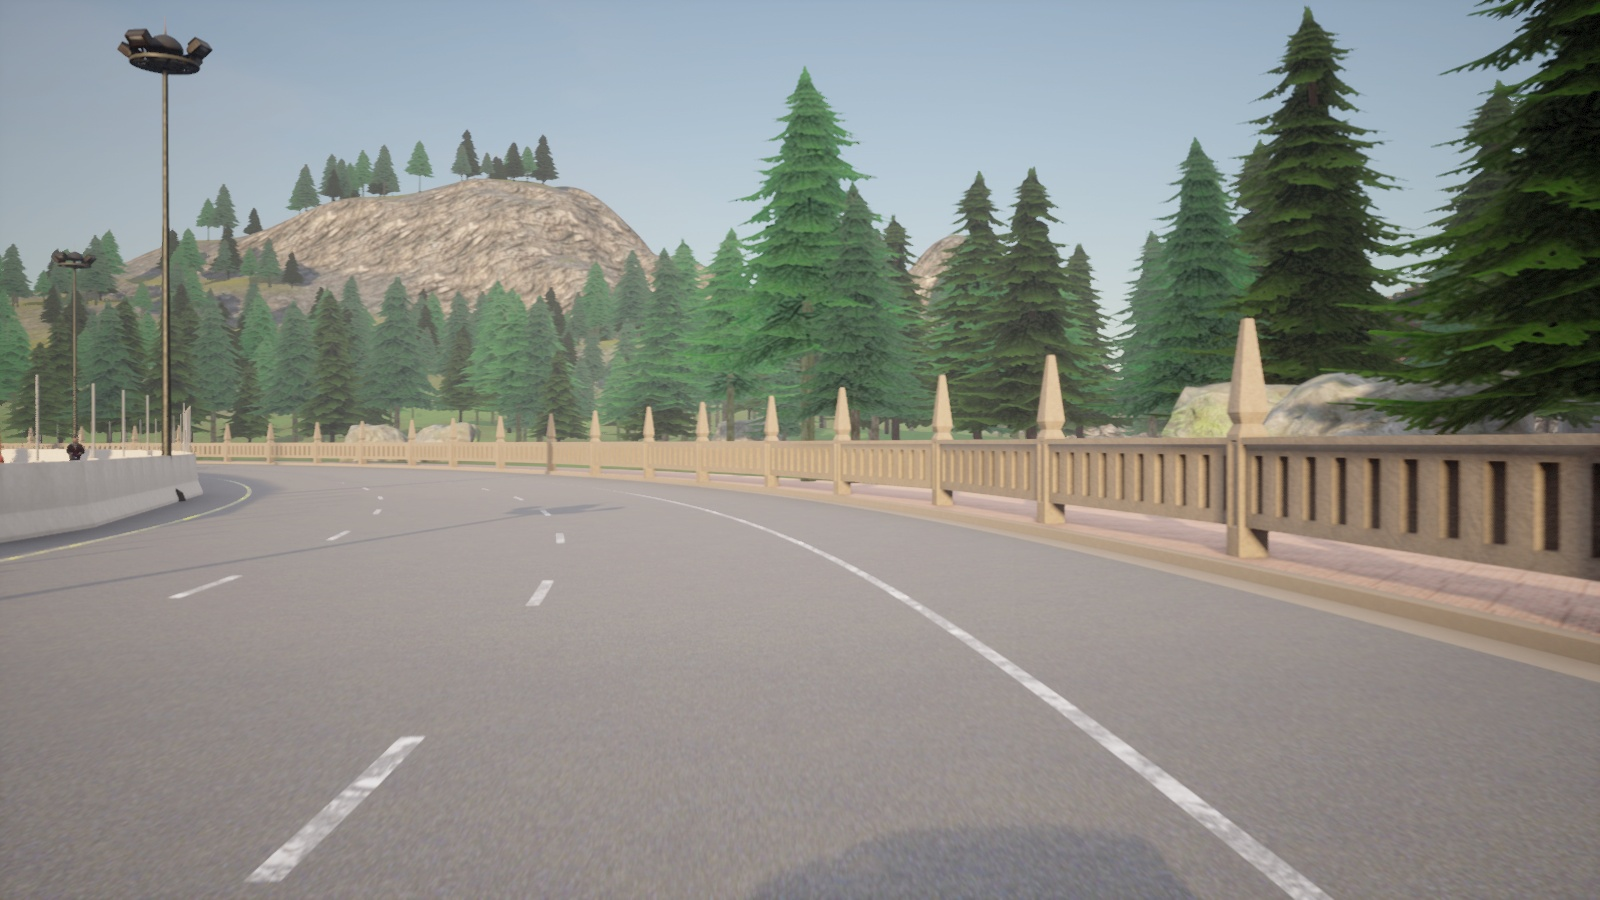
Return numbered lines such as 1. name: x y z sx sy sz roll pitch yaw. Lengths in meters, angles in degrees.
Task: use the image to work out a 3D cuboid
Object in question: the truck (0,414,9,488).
1. truck: -28.168 0.013 41.856 2.627 2.467 5.204 0 0 -28
